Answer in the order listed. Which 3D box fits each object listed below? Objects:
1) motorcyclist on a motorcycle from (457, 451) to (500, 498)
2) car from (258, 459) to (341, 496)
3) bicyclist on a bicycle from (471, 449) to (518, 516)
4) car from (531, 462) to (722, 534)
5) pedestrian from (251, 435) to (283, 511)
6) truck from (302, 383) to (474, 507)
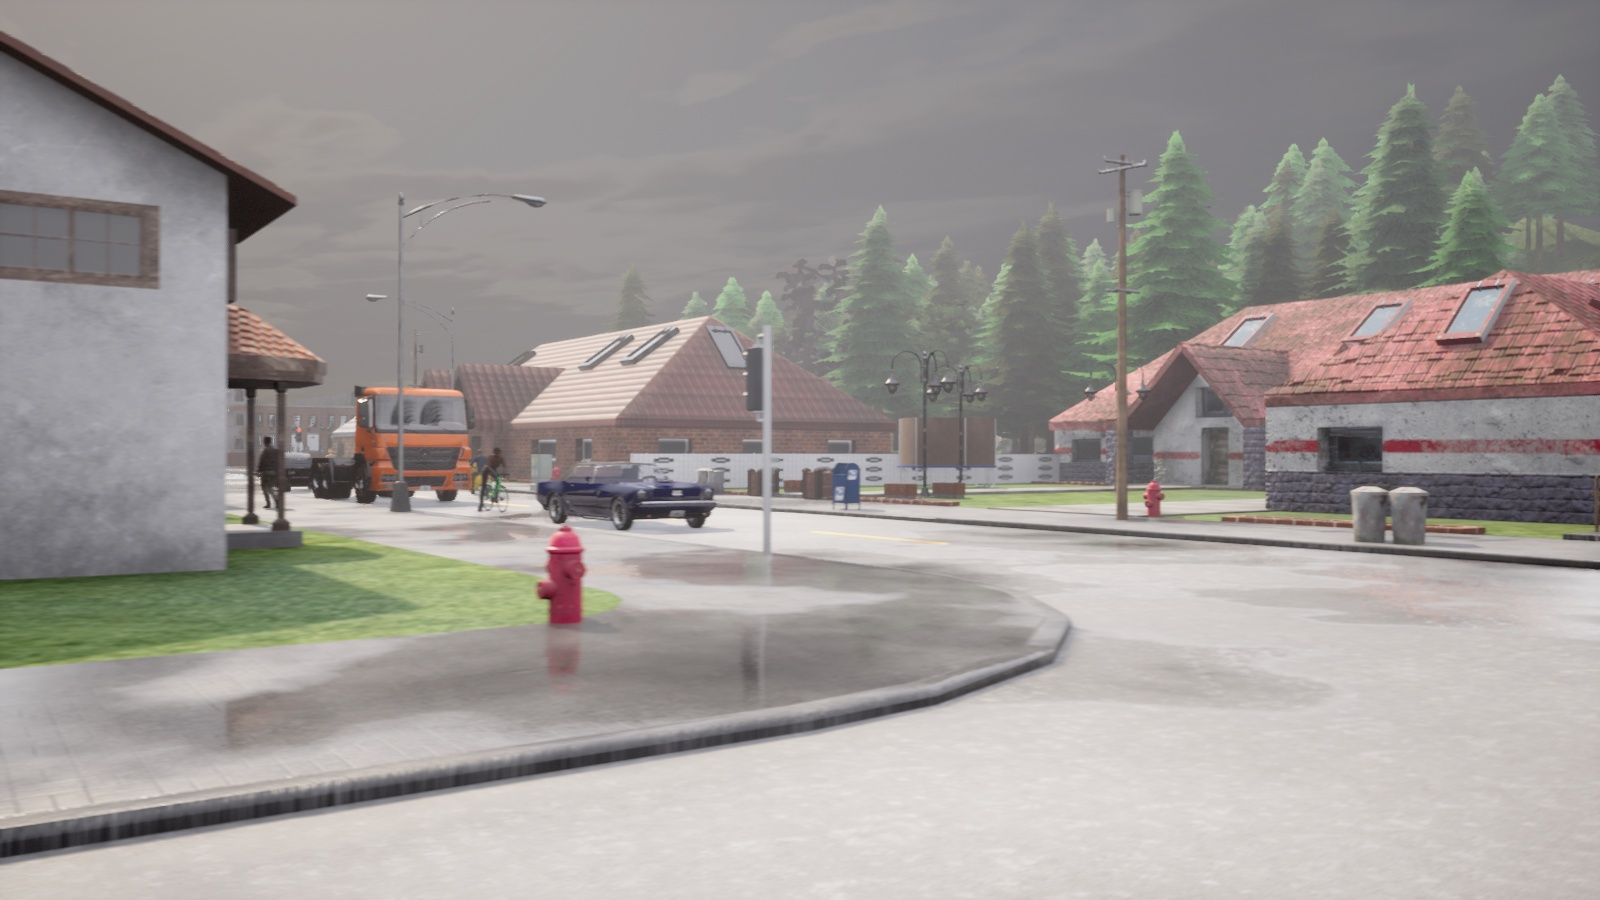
[{"bbox_3d":[-11.103,0.819,43.309,0.866,1.590,1.817,0,0,-35],"label":"motorcyclist on a motorcycle"},{"bbox_3d":[-19.055,0.996,47.725,1.895,1.301,4.718,0,0,-35],"label":"car"},{"bbox_3d":[-7.642,0.784,31.342,0.582,1.620,1.656,0,0,-35],"label":"bicyclist on a bicycle"},{"bbox_3d":[-3.639,0.909,25.592,1.895,1.301,4.718,0,0,-35],"label":"car"},{"bbox_3d":[-12.988,0.553,30.590,0.703,1.840,0.431,0,0,37],"label":"pedestrian"},{"bbox_3d":[-12.937,-0.119,38.945,2.891,3.462,7.936,0,0,-35],"label":"truck"}]
